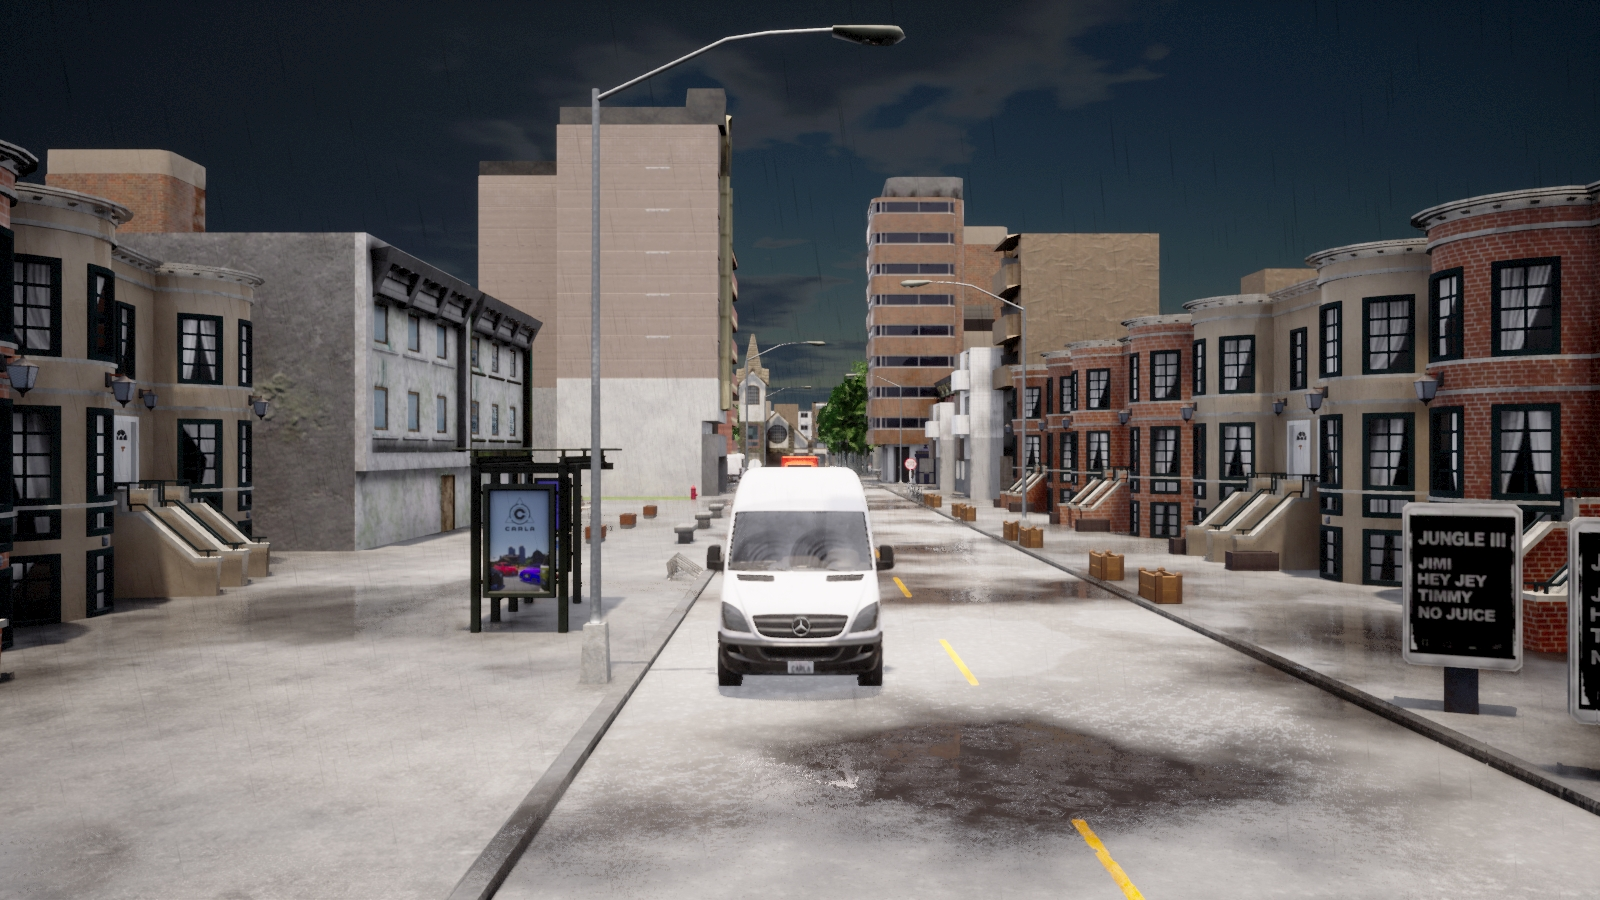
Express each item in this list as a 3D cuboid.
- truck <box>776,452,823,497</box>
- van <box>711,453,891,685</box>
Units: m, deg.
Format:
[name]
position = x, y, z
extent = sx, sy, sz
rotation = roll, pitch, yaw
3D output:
[truck]
position = -0.033, 1.373, 65.808
extent = 2.627, 2.467, 5.204
rotation = 0, 0, 0
[van]
position = 0.008, 1.321, 15.619
extent = 1.988, 2.561, 5.915
rotation = 0, 0, 0
